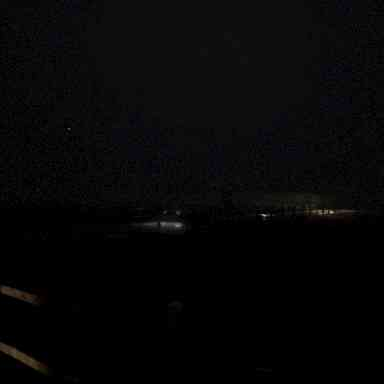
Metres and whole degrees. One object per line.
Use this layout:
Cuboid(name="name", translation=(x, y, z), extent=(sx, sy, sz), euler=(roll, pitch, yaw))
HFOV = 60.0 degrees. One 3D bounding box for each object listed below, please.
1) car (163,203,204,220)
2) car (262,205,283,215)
Cuboid(name="car", translation=(-0.743, 1.882, 31.722), extent=(2.097, 1.767, 4.553), euler=(1, -1, 35))
Cuboid(name="car", translation=(12.089, 2.668, 49.995), extent=(1.994, 1.385, 4.181), euler=(1, -1, 35))
